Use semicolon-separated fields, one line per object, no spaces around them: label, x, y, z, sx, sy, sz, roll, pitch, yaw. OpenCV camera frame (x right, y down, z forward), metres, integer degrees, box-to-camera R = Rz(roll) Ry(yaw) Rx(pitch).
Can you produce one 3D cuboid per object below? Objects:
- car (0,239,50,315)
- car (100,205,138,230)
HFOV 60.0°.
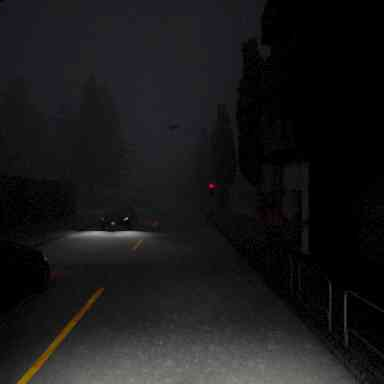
car;-4.228;1.575;6.003;1.994;1.385;4.181;0;0;-2
car;-4.627;1.563;21.653;1.812;1.442;4.674;0;0;-1
